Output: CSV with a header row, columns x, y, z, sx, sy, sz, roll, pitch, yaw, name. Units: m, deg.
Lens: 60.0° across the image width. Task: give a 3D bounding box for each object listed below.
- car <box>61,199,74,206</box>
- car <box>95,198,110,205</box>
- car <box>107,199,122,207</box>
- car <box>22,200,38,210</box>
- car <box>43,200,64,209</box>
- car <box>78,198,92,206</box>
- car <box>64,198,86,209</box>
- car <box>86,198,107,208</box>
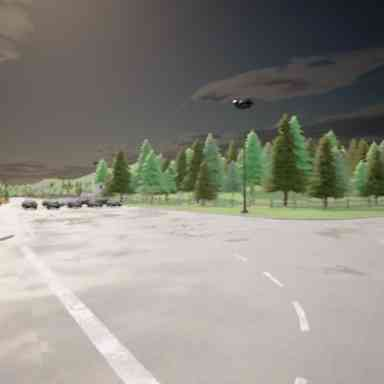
x,y,z,sx,sy,sz,roll,pitch,yaw,name
-25.114,2.090,66.854,1.812,1.442,4.674,-1,0,-29,car
-18.967,1.981,70.200,1.882,1.535,5.008,-1,0,-29,car
-14.595,2.165,62.171,1.895,1.301,4.718,-1,0,-29,car
-27.053,2.201,55.901,1.837,1.490,4.892,-1,0,-28,car
-23.804,2.151,57.126,2.128,1.511,4.902,-1,0,-29,car
-22.041,2.034,68.527,1.837,1.490,4.892,-1,0,-29,car
-20.730,2.119,58.799,2.128,1.511,4.902,-1,0,-29,car
-17.656,2.087,60.472,2.128,1.511,4.902,-1,0,-29,car
